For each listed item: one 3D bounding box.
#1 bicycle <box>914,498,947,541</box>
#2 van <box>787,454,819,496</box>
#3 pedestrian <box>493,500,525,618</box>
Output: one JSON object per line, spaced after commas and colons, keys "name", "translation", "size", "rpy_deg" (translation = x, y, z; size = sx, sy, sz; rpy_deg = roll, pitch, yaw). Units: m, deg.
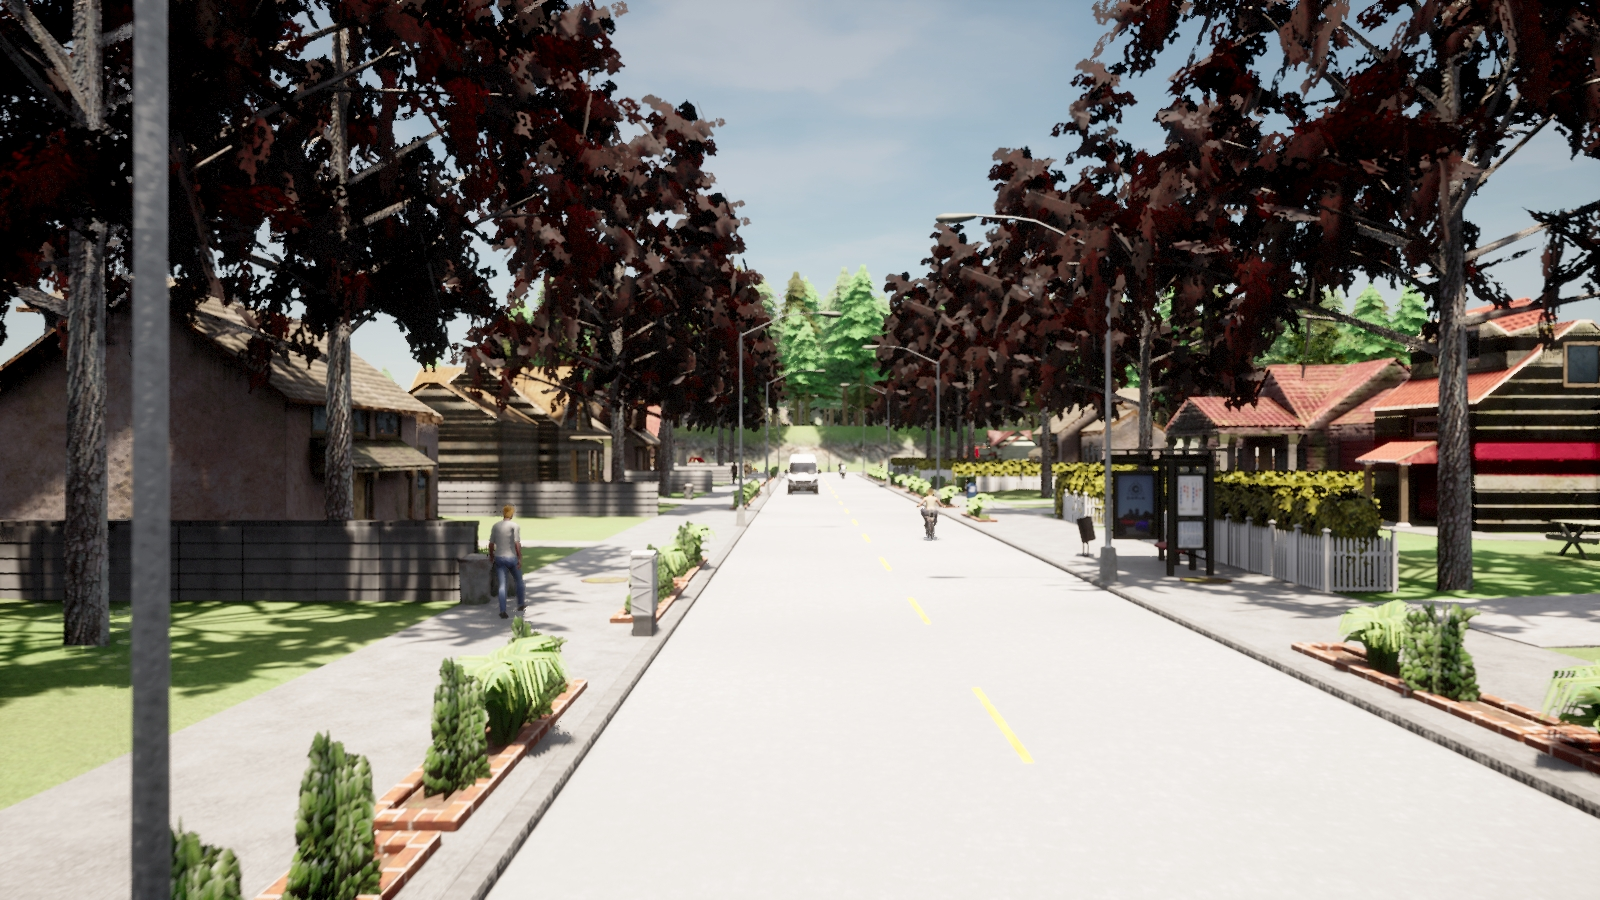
{"name": "bicycle", "translation": [4.111, 2.179, 36.143], "size": [0.859, 1.276, 1.487], "rpy_deg": [0, 0, 0]}
{"name": "van", "translation": [0.195, 1.576, 73.778], "size": [1.988, 2.561, 5.915], "rpy_deg": [0, 0, 0]}
{"name": "pedestrian", "translation": [-4.696, 1.754, 18.447], "size": [0.375, 1.860, 0.375], "rpy_deg": [0, 0, 9]}
